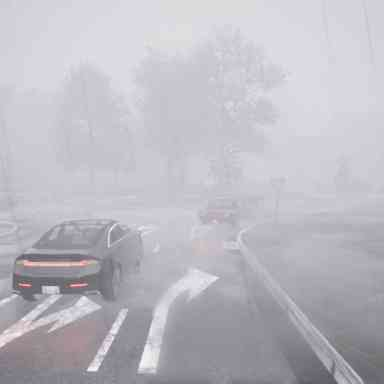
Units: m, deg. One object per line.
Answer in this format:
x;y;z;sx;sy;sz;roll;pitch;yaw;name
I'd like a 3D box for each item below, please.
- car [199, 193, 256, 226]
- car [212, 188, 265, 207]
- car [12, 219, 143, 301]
2.079;1.058;19.105;1.895;1.301;4.718;2;4;23;car
3.544;0.459;25.192;4.902;1.511;2.128;-4;6;-40;car
-2.399;1.410;8.124;2.128;1.511;4.902;0;1;1;car
